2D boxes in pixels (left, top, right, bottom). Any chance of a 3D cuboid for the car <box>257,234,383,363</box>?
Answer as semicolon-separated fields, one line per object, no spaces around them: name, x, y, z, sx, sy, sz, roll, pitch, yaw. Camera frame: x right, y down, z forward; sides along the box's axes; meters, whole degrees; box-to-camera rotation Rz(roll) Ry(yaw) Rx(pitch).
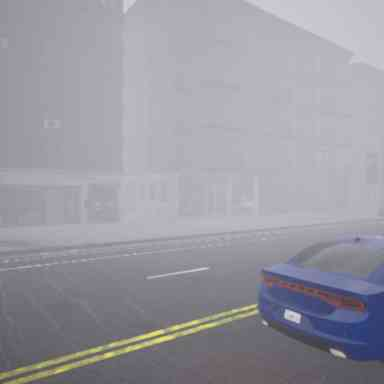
car;3.339;1.493;5.823;5.008;1.535;1.882;0;0;-35
